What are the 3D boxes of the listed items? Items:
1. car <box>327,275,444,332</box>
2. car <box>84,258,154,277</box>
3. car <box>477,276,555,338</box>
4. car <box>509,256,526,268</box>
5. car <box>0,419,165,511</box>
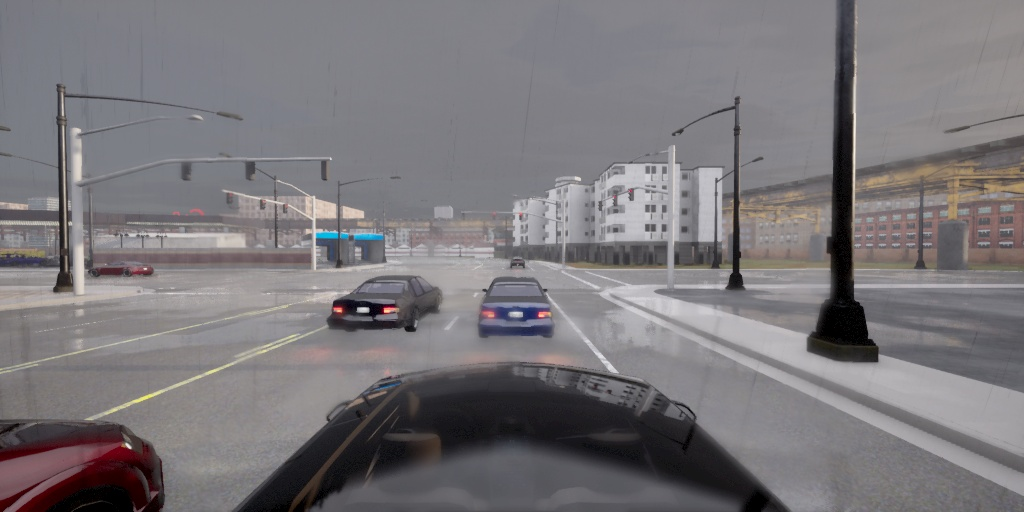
[{"bbox_3d":[-3.406,1.274,10.716,2.033,1.411,5.357,0,0,0],"label":"car"},{"bbox_3d":[-33.717,1.084,30.964,4.181,1.385,1.994,0,1,-1],"label":"car"},{"bbox_3d":[0.090,1.279,10.114,2.033,1.411,5.357,0,0,0],"label":"car"},{"bbox_3d":[0.707,0.771,46.147,1.837,1.490,4.892,0,1,0],"label":"car"},{"bbox_3d":[-3.395,1.314,0.719,1.994,1.385,4.181,0,0,0],"label":"car"}]
